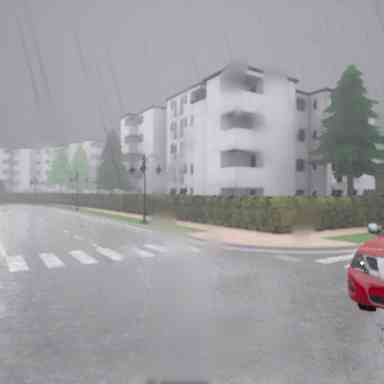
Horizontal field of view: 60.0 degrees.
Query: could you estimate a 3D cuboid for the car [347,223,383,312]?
[{"bbox_3d":[5.246,1.245,6.959,5.566,2.045,2.150,0,0,-45],"label":"car"}]
